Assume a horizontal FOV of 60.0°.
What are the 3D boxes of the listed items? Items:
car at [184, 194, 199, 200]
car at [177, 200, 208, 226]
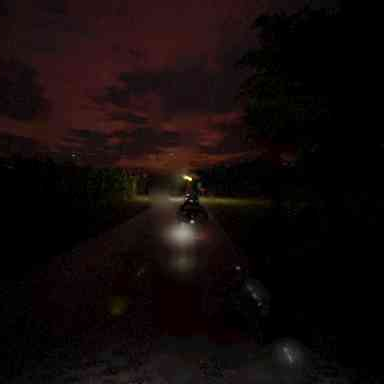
[{"bbox_3d":[-0.057,0.992,40.138,2.033,1.411,5.357,0,2,0],"label":"car"},{"bbox_3d":[0.011,1.436,21.763,1.895,1.301,4.718,0,1,0],"label":"car"}]
